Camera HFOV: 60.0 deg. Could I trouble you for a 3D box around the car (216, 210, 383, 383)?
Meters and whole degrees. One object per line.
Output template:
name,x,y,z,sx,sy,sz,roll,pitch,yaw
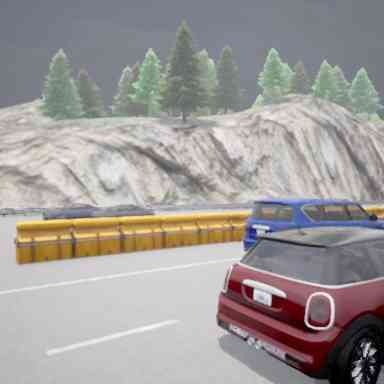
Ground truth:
car,2.664,1.343,5.350,4.553,1.767,2.097,0,0,-33

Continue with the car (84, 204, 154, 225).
car,-4.535,1.503,21.739,4.181,1.385,1.994,0,0,-32

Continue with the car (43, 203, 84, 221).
car,-8.255,1.492,23.530,4.181,1.385,1.994,0,0,-32

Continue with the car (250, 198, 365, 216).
car,4.165,1.203,10.434,5.566,2.045,2.150,0,0,-31
